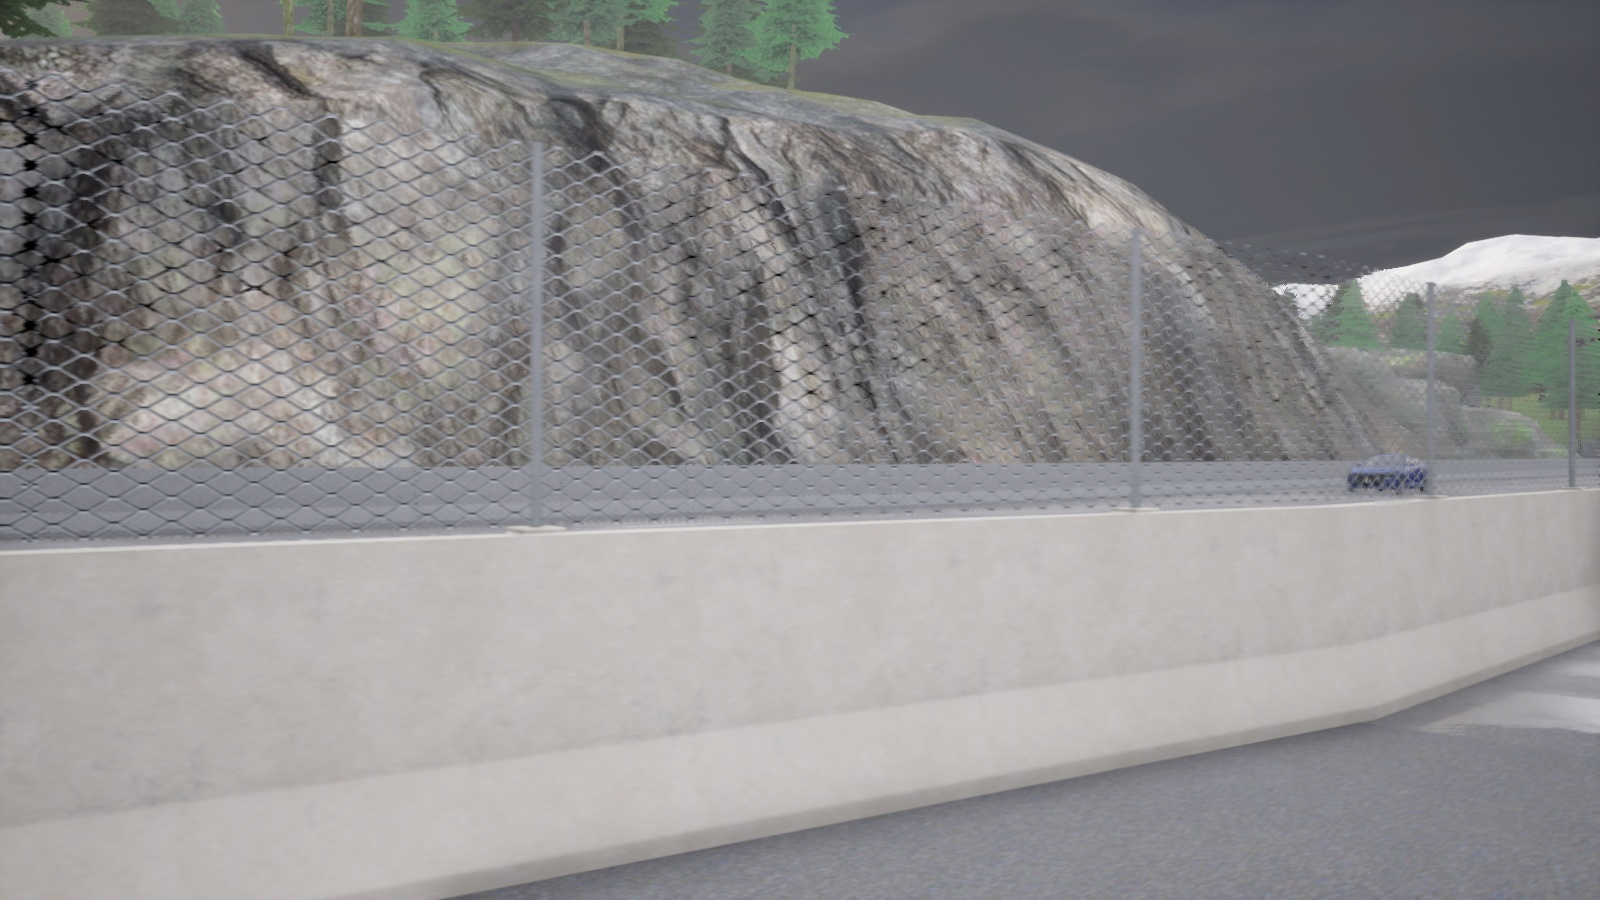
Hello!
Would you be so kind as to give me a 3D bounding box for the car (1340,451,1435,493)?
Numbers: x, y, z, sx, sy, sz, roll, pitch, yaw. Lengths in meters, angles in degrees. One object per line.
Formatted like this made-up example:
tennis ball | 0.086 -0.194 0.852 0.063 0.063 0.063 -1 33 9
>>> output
car | 22.427 0.794 47.842 1.882 1.535 5.008 0 0 42
